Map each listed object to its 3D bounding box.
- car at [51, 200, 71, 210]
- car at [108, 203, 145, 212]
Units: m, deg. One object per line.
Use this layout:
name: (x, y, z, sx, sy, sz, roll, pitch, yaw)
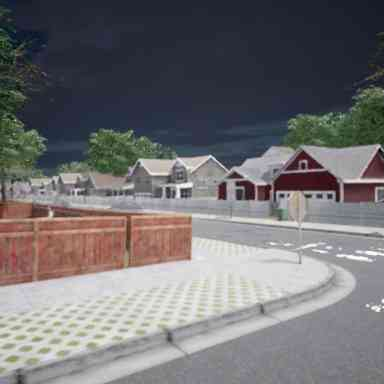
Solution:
car: (-18.271, 1.858, 46.390, 1.994, 1.385, 4.181, -1, 0, -35)
car: (-5.680, 1.696, 28.643, 1.837, 1.490, 4.892, -1, 1, -36)
